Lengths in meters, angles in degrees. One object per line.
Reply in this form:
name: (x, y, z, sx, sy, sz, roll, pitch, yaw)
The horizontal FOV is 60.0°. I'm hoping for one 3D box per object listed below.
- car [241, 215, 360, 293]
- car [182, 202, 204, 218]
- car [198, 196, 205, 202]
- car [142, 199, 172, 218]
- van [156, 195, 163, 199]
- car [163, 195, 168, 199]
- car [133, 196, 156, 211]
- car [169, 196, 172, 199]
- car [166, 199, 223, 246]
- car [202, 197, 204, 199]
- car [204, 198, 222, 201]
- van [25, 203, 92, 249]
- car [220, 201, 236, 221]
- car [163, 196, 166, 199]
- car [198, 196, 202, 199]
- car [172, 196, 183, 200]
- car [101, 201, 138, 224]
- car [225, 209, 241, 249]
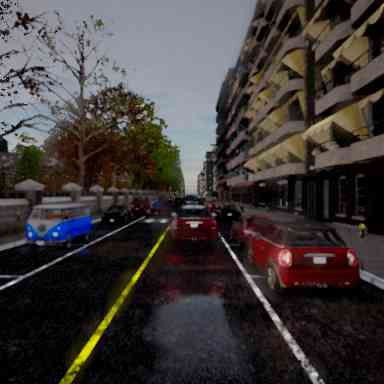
car: (2.690, 1.473, 8.936, 1.967, 1.590, 4.097, 0, 0, 0)
car: (0.097, 1.687, 32.611, 1.994, 1.385, 4.181, 0, 0, 0)
car: (2.691, 1.965, 93.390, 1.887, 1.381, 4.507, 0, 0, 0)
car: (-3.098, 1.681, 31.066, 1.994, 1.385, 4.181, 0, 0, 0)
van: (-5.690, 1.533, 48.348, 1.690, 1.788, 3.998, 0, 0, 0)
car: (-5.690, 1.790, 59.608, 1.887, 1.381, 4.507, 0, 0, 0)
car: (-5.690, 1.457, 37.088, 2.192, 1.841, 5.009, 0, 0, 0)
car: (-5.690, 1.587, 65.241, 2.192, 1.841, 5.009, 0, 0, 0)
car: (0.095, 1.410, 15.801, 2.097, 1.767, 4.553, 0, 0, 0)
car: (2.690, 1.718, 48.518, 1.752, 1.417, 4.829, 0, 0, 0)
car: (2.690, 1.582, 37.087, 1.967, 1.590, 4.097, 0, 0, 0)
van: (-5.691, 1.395, 14.567, 1.690, 1.788, 3.998, 0, 0, 0)
car: (2.690, 1.662, 25.827, 1.947, 1.339, 4.313, 0, 0, 0)
car: (-5.690, 1.800, 53.977, 1.802, 1.307, 4.206, 0, 0, 0)
car: (2.690, 1.838, 65.240, 1.947, 1.339, 4.313, 0, 0, 0)
car: (-2.999, 1.752, 72.343, 1.882, 1.535, 5.008, 0, 0, 0)
car: (-5.690, 1.662, 25.827, 1.947, 1.339, 4.313, 0, 0, 0)
car: (2.690, 1.636, 14.567, 1.802, 1.307, 4.206, 0, 0, 0)
